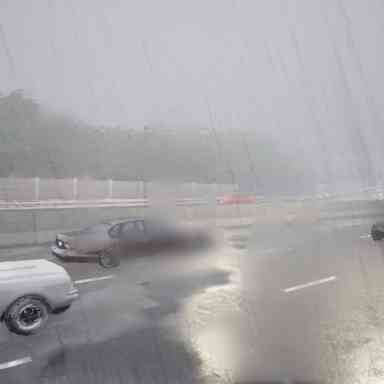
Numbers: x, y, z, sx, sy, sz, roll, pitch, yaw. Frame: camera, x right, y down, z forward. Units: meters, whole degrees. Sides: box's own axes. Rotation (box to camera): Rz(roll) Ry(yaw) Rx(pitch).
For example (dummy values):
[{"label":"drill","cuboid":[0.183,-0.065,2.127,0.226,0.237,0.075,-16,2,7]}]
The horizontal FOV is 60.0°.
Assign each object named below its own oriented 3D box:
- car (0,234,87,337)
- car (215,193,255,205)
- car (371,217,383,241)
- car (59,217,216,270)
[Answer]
[{"label":"car","cuboid":[-4.277,1.599,4.993,4.718,1.301,1.895,0,0,-36]},{"label":"car","cuboid":[5.482,1.111,42.103,5.566,2.045,2.150,0,0,-35]},{"label":"car","cuboid":[9.986,1.507,15.129,4.181,1.385,1.994,0,0,-35]},{"label":"car","cuboid":[-1.765,1.540,11.081,5.357,1.411,2.033,0,0,-35]}]
